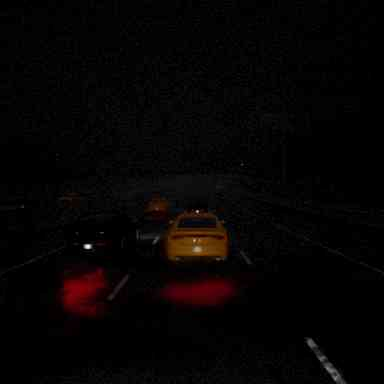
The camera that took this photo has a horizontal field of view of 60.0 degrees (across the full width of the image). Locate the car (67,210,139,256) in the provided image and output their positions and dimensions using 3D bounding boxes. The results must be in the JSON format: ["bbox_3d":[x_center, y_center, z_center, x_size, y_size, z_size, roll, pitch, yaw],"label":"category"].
[{"bbox_3d":[-3.303,1.473,13.058,1.837,1.490,4.892,0,0,1],"label":"car"}]

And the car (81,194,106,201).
[{"bbox_3d":[-13.151,1.011,45.808,1.812,1.442,4.674,0,1,2],"label":"car"}]

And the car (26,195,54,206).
[{"bbox_3d":[-20.203,1.113,44.590,1.895,1.301,4.718,0,1,3],"label":"car"}]

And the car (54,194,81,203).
[{"bbox_3d":[-16.646,0.960,45.929,1.882,1.535,5.008,0,1,3],"label":"car"}]

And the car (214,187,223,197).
[{"bbox_3d":[5.814,0.274,72.605,2.033,1.411,5.357,0,2,4],"label":"car"}]

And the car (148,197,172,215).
[{"bbox_3d":[-2.944,1.249,31.369,1.882,1.535,5.008,0,1,2],"label":"car"}]

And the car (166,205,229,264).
[{"bbox_3d":[0.181,1.453,11.825,1.882,1.535,5.008,0,0,1],"label":"car"}]

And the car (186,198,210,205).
[{"bbox_3d":[0.519,1.300,29.978,1.837,1.490,4.892,0,1,1],"label":"car"}]
